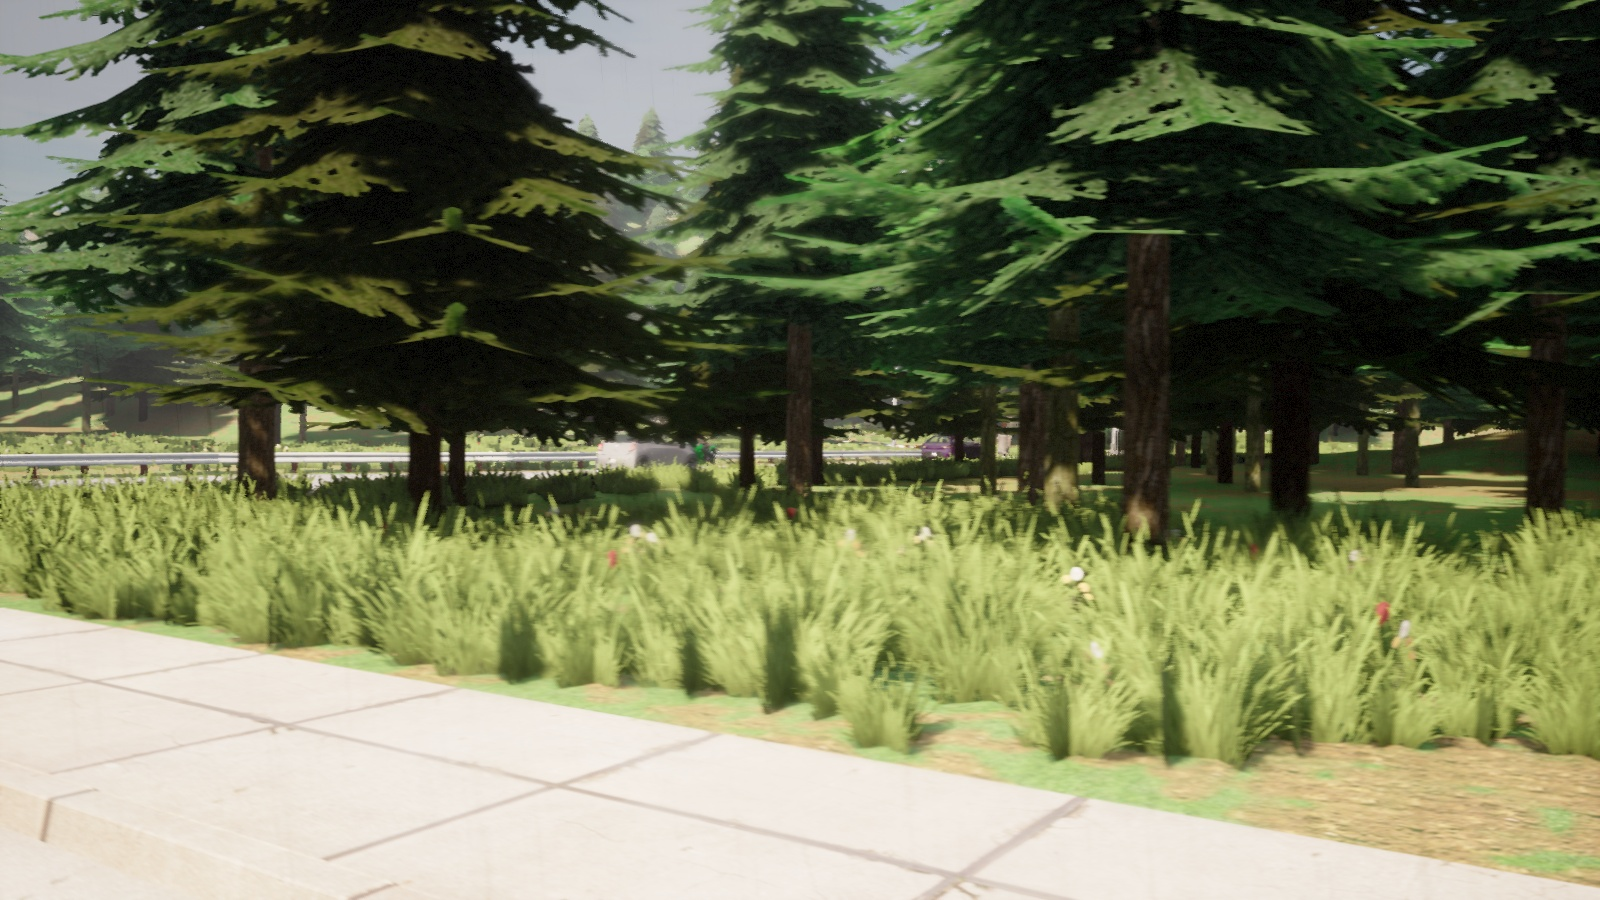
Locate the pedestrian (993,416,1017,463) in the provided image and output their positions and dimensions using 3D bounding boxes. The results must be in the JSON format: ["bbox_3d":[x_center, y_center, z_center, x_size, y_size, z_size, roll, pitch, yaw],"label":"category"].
[{"bbox_3d":[8.588,-0.430,52.647,0.659,1.952,0.873,0,1,35],"label":"pedestrian"}]

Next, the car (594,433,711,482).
[{"bbox_3d":[-4.756,0.204,40.890,1.845,1.501,3.633,0,1,33],"label":"car"}]

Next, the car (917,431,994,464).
[{"bbox_3d":[7.310,-0.148,58.626,1.816,1.474,4.193,0,1,35],"label":"car"}]

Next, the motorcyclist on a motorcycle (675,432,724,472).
[{"bbox_3d":[-3.879,0.059,48.547,0.797,1.523,2.044,0,1,34],"label":"motorcyclist on a motorcycle"}]
